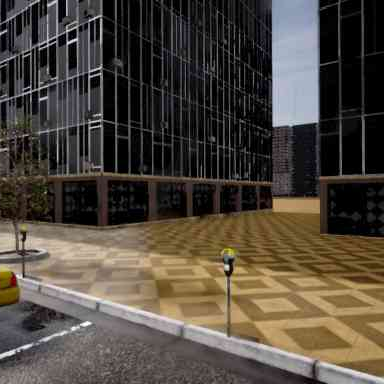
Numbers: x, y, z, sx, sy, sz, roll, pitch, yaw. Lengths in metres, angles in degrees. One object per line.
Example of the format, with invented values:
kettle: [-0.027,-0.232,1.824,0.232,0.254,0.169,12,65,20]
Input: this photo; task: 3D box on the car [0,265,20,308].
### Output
car: [-5.317,1.528,6.651,4.829,1.417,1.752,0,0,35]
